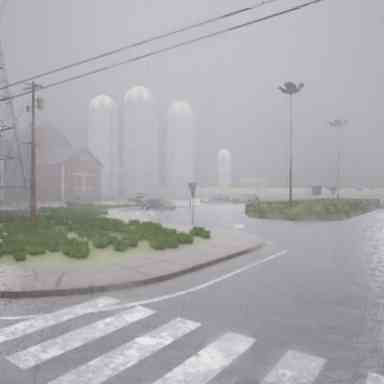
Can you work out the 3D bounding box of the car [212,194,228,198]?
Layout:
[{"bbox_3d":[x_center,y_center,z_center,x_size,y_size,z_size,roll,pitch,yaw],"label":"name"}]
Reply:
[{"bbox_3d":[6.079,1.285,75.236,4.611,1.667,2.242,0,0,35],"label":"car"}]

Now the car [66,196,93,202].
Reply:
[{"bbox_3d":[-14.975,1.315,43.971,4.193,1.474,1.816,0,0,35],"label":"car"}]

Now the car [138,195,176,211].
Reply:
[{"bbox_3d":[-3.732,1.395,37.604,3.905,1.438,1.784,0,0,35],"label":"car"}]

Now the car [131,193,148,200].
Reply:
[{"bbox_3d":[-7.742,1.119,55.363,3.866,1.878,1.905,0,0,35],"label":"car"}]

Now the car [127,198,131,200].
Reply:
[{"bbox_3d":[-10.396,1.369,64.884,1.895,1.301,4.718,0,0,34],"label":"car"}]

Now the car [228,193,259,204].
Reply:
[{"bbox_3d":[8.957,1.183,56.161,4.605,1.855,1.932,0,0,35],"label":"car"}]
